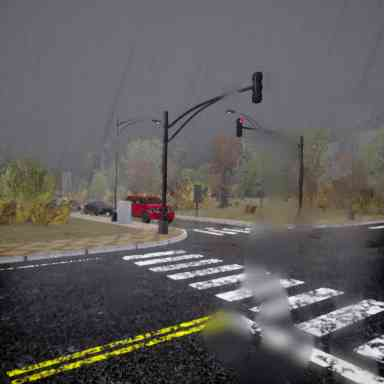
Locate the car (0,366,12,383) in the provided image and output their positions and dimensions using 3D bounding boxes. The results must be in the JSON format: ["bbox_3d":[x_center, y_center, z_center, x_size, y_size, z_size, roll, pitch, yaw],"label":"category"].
[{"bbox_3d":[-3.256,1.504,1.115,4.892,1.490,1.837,0,0,-35],"label":"car"}]

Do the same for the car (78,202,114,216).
[{"bbox_3d":[-9.632,1.685,34.192,2.033,1.411,5.357,2,-2,-35],"label":"car"}]

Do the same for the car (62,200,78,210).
[{"bbox_3d":[-15.782,1.731,43.051,1.812,1.442,4.674,2,-2,-34],"label":"car"}]

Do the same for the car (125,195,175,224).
[{"bbox_3d":[-3.507,1.300,25.824,2.150,2.045,5.566,2,-1,-35],"label":"car"}]
